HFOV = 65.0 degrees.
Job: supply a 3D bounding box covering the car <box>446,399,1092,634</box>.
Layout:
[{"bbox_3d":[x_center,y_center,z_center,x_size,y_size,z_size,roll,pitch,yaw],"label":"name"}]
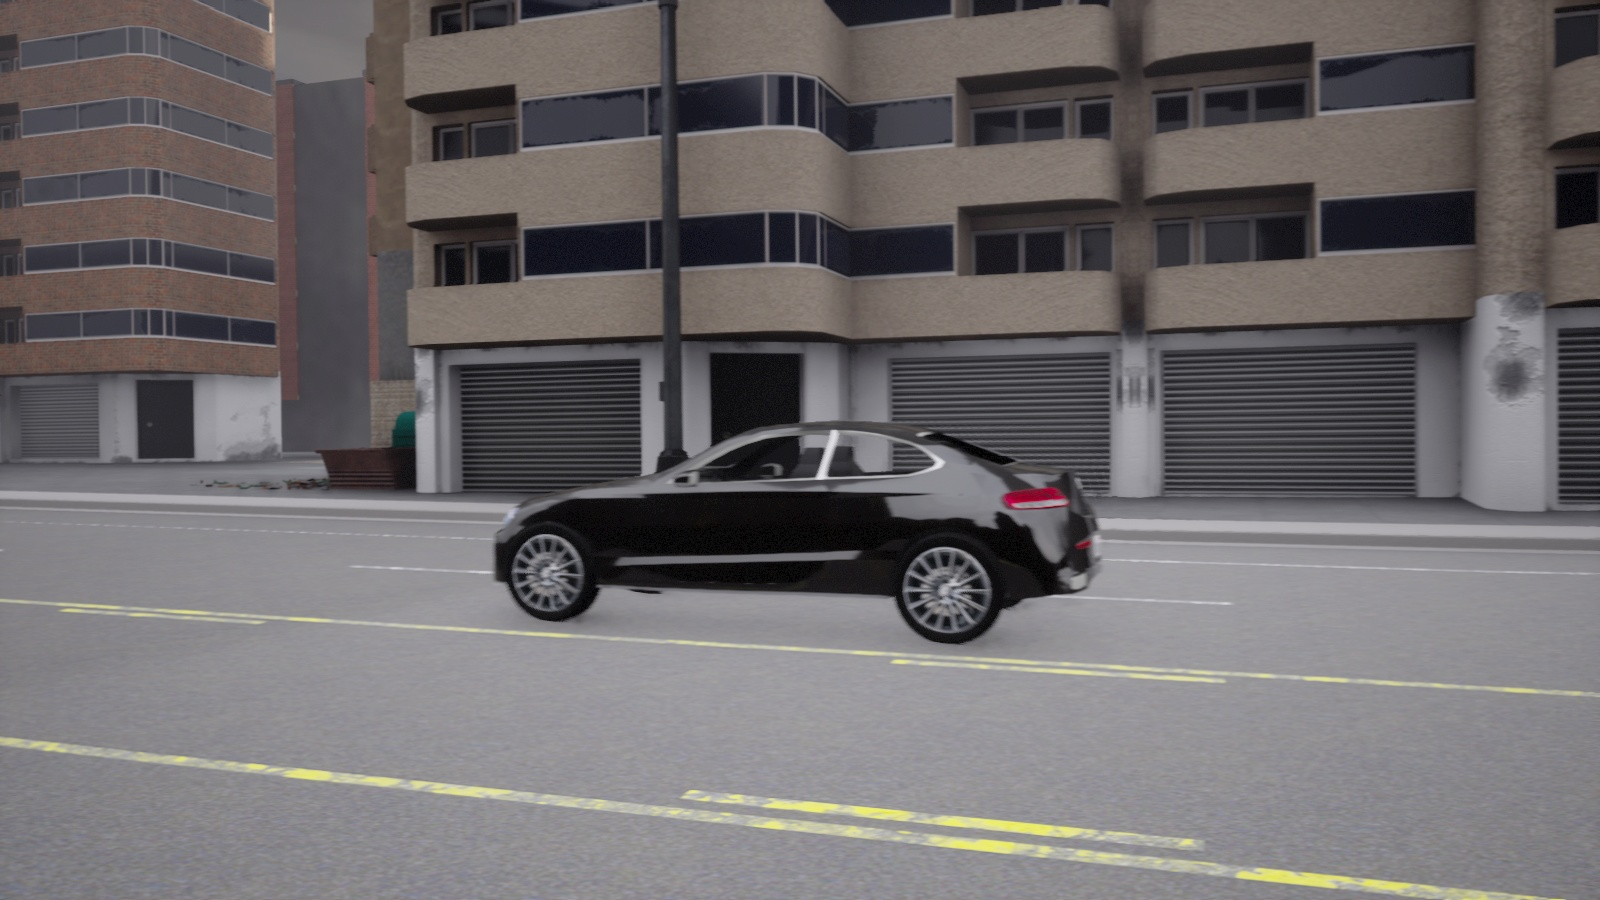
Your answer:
[{"bbox_3d":[-0.207,0.422,10.645,5.027,1.651,2.152,1,1,19],"label":"car"}]
